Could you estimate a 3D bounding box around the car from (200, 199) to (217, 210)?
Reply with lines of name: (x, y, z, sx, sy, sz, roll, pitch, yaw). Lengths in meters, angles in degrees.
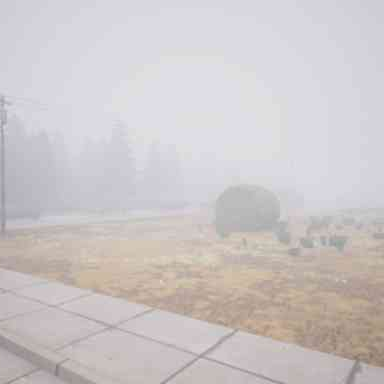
car: (2.938, 1.688, 46.585, 1.812, 1.442, 4.674, 0, 0, 36)

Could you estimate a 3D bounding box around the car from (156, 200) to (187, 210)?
car: (-2.724, 1.784, 45.116, 1.895, 1.301, 4.718, 0, 0, 37)

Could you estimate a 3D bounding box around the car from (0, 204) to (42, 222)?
car: (-15.099, 1.750, 28.412, 1.994, 1.385, 4.181, 0, 0, 36)

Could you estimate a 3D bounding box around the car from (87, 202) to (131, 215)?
car: (-9.085, 1.786, 36.545, 1.895, 1.301, 4.718, 0, 0, 36)
